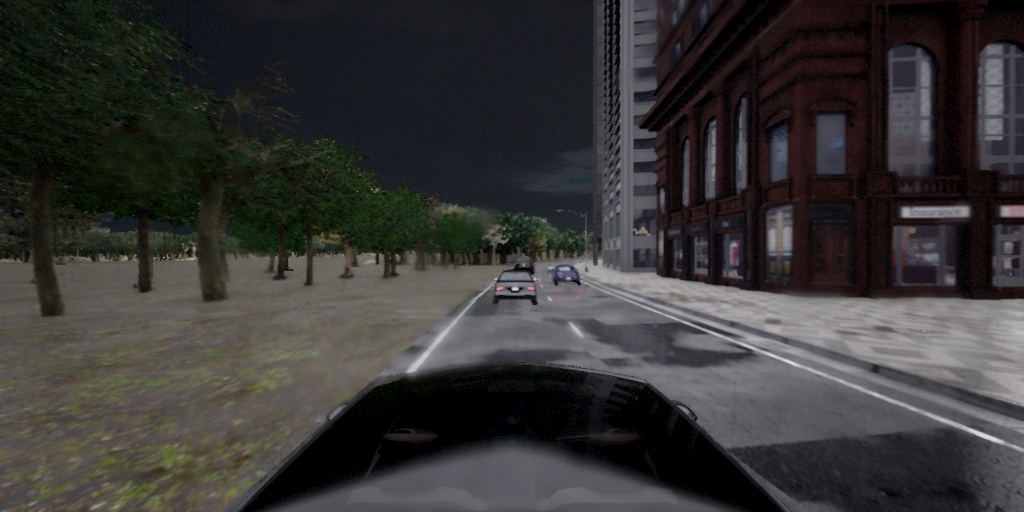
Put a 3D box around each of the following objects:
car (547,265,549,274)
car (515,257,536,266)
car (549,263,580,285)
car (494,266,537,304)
[{"bbox_3d":[5.385,1.492,44.948,1.895,1.301,4.718,0,0,6],"label":"car"},{"bbox_3d":[1.518,1.106,41.414,2.150,2.045,5.566,0,0,5],"label":"car"},{"bbox_3d":[3.966,1.363,26.703,1.812,1.442,4.674,0,0,3],"label":"car"},{"bbox_3d":[0.170,1.339,16.500,2.033,1.411,5.357,0,0,1],"label":"car"}]
